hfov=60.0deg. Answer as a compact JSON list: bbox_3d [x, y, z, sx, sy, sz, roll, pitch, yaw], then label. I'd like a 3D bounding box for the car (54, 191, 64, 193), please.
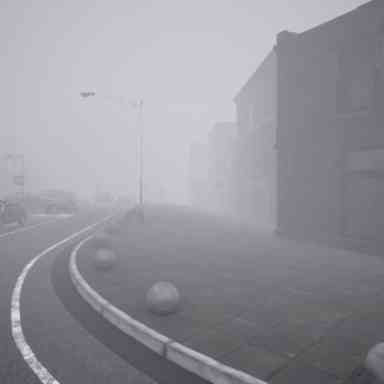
[{"bbox_3d":[-18.910,0.961,40.752,5.008,1.535,2.097,0,-1,-6],"label":"car"}]

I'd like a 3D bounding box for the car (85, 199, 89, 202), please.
[{"bbox_3d":[-20.126,1.185,55.765,5.366,1.575,1.946,0,-1,-5],"label":"car"}]

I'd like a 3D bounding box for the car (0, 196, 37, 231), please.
[{"bbox_3d":[-10.810,1.226,18.408,2.128,1.511,4.902,0,1,-5],"label":"car"}]

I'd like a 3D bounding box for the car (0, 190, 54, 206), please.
[{"bbox_3d":[-18.643,0.810,37.729,4.553,1.767,2.185,0,-1,-6],"label":"car"}]

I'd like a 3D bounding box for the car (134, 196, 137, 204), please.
[{"bbox_3d":[-11.031,1.264,59.390,2.128,1.511,4.902,0,0,-5],"label":"car"}]

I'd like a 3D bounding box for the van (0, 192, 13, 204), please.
[{"bbox_3d":[-32.469,0.930,55.282,4.442,1.987,1.878,0,-1,-5],"label":"van"}]

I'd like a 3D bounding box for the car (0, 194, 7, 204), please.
[{"bbox_3d":[-32.513,1.092,52.468,5.366,1.575,1.946,0,-1,-5],"label":"car"}]

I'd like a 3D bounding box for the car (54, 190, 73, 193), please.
[{"bbox_3d":[-19.214,0.734,43.656,5.566,2.045,2.435,0,-1,-5],"label":"car"}]

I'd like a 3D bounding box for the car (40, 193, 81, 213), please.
[{"bbox_3d":[-11.849,1.099,30.352,1.812,1.442,4.674,0,0,-5],"label":"car"}]

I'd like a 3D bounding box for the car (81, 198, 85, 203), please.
[{"bbox_3d":[-20.072,0.999,52.843,4.553,1.767,2.185,0,-1,-5],"label":"car"}]

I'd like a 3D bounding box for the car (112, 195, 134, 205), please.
[{"bbox_3d":[-10.166,1.185,49.424,1.994,1.385,4.181,0,-1,-5],"label":"car"}]

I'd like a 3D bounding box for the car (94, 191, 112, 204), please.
[{"bbox_3d":[-13.629,0.872,51.593,2.150,2.045,5.566,0,-1,-5],"label":"car"}]
